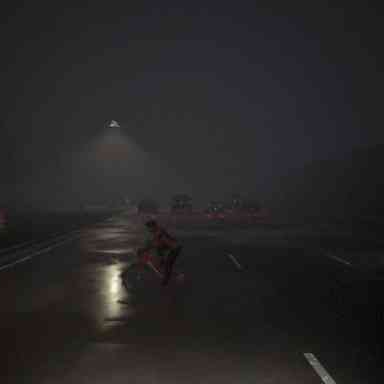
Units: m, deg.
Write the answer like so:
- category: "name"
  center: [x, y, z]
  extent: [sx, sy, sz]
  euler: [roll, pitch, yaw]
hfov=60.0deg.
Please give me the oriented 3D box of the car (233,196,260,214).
- category: "car"
  center: [5.897, 1.477, 35.294]
  extent: [1.882, 1.535, 5.008]
  euler: [0, 0, -2]

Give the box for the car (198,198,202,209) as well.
- category: "car"
  center: [1.991, 1.491, 46.530]
  extent: [2.128, 1.511, 4.902]
  euler: [0, 0, -1]

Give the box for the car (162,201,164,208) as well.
- category: "car"
  center: [-4.992, 1.547, 45.691]
  extent: [2.033, 1.411, 5.357]
  euler: [0, 0, -1]

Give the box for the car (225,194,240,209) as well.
- category: "car"
  center: [5.507, 1.221, 45.765]
  extent: [2.150, 2.045, 5.566]
  euler: [0, 0, -1]

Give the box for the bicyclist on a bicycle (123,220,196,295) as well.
- category: "bicyclist on a bicycle"
  center: [-0.730, 1.454, 7.408]
  extent: [1.656, 1.620, 0.582]
  euler: [-1, 0, -2]

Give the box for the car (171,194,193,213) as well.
- category: "car"
  center: [-1.128, 1.221, 36.668]
  extent: [2.150, 2.045, 5.566]
  euler: [0, 0, -1]

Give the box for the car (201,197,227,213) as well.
- category: "car"
  center: [2.359, 1.526, 36.731]
  extent: [1.812, 1.442, 4.674]
  euler: [0, 0, -2]

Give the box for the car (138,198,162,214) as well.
- category: "car"
  center: [-4.622, 1.477, 35.777]
  extent: [1.882, 1.535, 5.008]
  euler: [0, 0, -1]

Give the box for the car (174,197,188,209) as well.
- category: "car"
  center: [-1.522, 1.477, 46.990]
  extent: [1.882, 1.535, 5.008]
  euler: [0, 0, -1]
